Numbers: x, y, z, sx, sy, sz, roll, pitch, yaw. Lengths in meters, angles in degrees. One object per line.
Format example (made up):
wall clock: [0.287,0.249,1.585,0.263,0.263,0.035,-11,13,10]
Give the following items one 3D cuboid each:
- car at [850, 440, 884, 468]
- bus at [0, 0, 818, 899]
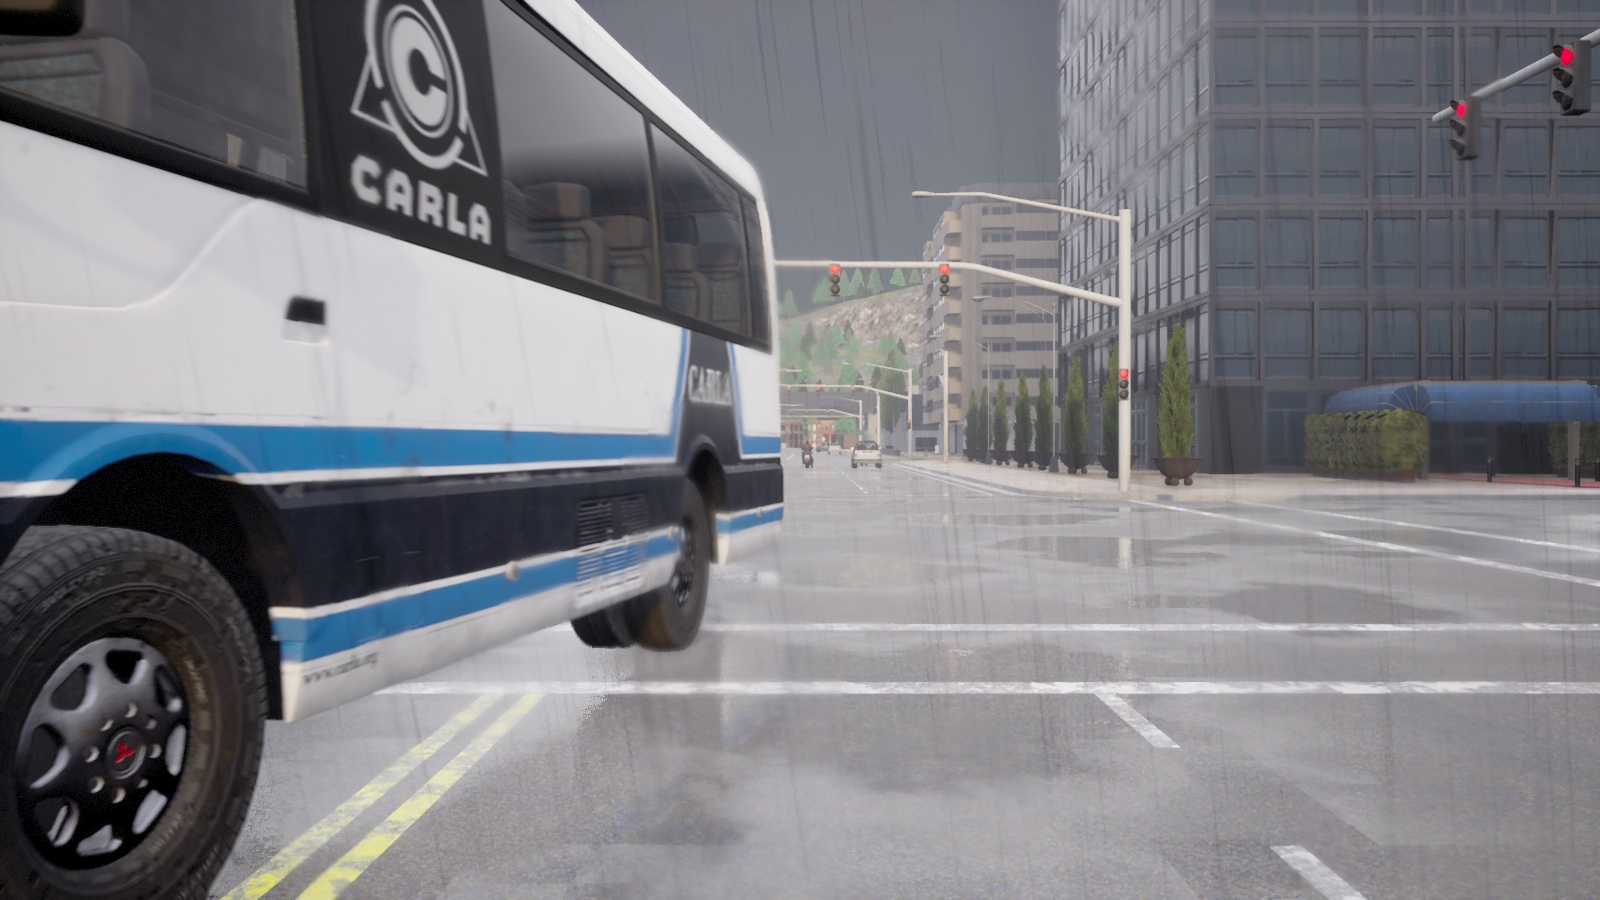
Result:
car: [3.927,0.222,74.133,1.851,1.617,3.988,0,0,1]
bus: [-2.787,-0.671,6.684,3.944,4.253,10.273,0,0,11]
